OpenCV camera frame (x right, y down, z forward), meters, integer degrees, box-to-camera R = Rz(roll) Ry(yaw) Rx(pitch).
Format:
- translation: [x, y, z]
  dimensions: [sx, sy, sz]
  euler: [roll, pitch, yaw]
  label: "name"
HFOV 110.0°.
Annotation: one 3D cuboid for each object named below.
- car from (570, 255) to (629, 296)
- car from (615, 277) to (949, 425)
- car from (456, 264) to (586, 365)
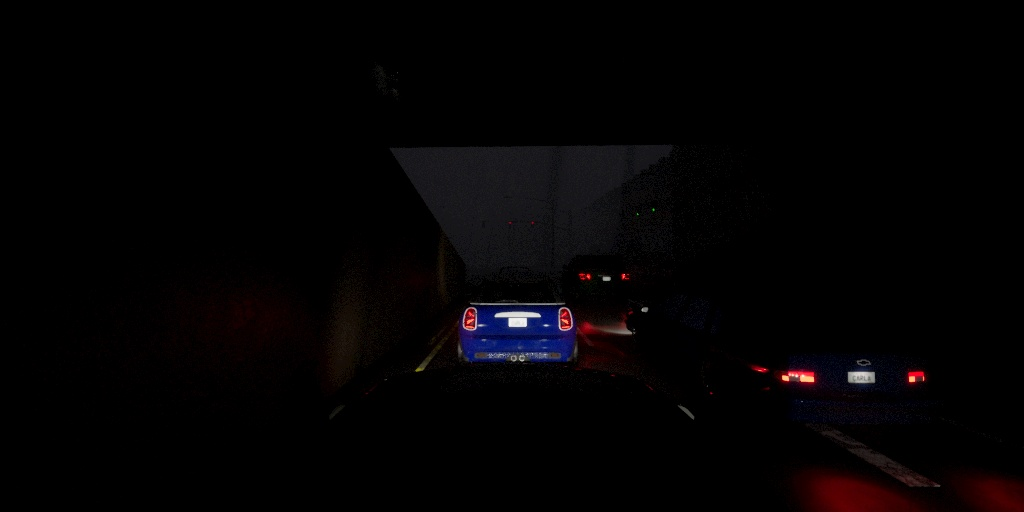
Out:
- translation: [3.646, 0.971, 16.454]
  dimensions: [2.150, 2.045, 5.566]
  euler: [0, 0, 0]
  label: "car"
- translation: [3.611, 1.297, 6.208]
  dimensions: [2.033, 1.411, 5.357]
  euler: [0, 0, 0]
  label: "car"
- translation: [0.107, 1.102, 7.979]
  dimensions: [2.097, 1.767, 4.553]
  euler: [0, 0, 0]
  label: "car"
